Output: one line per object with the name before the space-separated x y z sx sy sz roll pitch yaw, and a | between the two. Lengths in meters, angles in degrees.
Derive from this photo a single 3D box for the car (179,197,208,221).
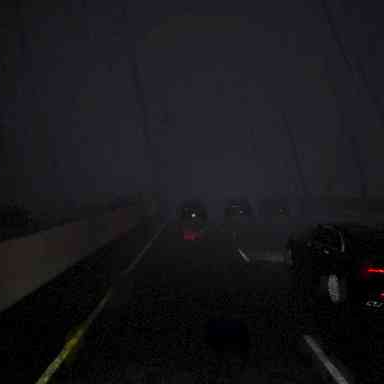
car | 0.106 1.300 24.774 1.837 1.490 4.892 0 0 0

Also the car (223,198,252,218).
car | 3.607 1.267 27.077 2.128 1.511 4.902 0 0 0

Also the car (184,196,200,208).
car | -0.059 1.254 41.954 1.895 1.301 4.718 0 0 -1

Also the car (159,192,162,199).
car | -8.023 0.677 76.609 2.097 1.767 4.553 0 0 -1

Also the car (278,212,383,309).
car | 3.602 1.440 7.691 1.837 1.490 4.892 0 0 0

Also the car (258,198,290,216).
car | 7.104 1.251 29.101 2.128 1.511 4.902 0 0 0
